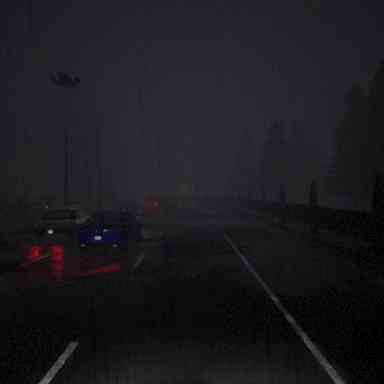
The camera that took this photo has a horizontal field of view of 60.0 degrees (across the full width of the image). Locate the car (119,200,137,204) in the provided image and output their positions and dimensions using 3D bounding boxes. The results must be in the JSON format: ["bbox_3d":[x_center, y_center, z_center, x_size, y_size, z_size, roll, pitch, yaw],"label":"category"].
[{"bbox_3d":[-7.068,1.625,36.156,1.812,1.442,4.674,0,0,-2],"label":"car"}]

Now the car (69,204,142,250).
[{"bbox_3d":[-3.397,1.518,14.480,1.882,1.535,5.008,0,0,0],"label":"car"}]

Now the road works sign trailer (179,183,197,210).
[{"bbox_3d":[-0.685,0.590,45.972,2.380,3.560,2.880,0,0,-10],"label":"road works sign trailer"}]

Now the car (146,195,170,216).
[{"bbox_3d":[-3.476,1.315,34.275,2.150,2.045,5.566,0,0,-1],"label":"car"}]

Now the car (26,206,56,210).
[{"bbox_3d":[-18.063,1.335,41.043,2.150,2.045,5.566,0,0,-5],"label":"car"}]

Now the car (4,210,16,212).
[{"bbox_3d":[-21.613,1.618,41.052,1.837,1.490,4.892,0,0,-5],"label":"car"}]

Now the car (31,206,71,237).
[{"bbox_3d":[-6.897,1.652,18.417,1.895,1.301,4.718,0,0,0],"label":"car"}]
